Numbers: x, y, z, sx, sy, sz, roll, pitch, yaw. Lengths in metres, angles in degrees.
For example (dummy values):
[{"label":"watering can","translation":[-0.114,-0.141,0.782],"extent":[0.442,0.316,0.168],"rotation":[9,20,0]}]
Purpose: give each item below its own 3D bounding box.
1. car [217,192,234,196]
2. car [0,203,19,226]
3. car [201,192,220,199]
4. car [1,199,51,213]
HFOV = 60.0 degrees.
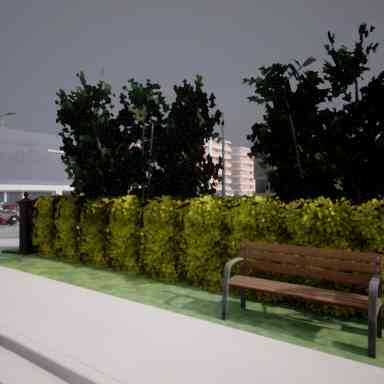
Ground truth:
[{"label":"car","translation":[7.217,0.729,68.772],"extent":[1.812,1.442,4.674],"rotation":[0,0,35]},{"label":"car","translation":[-13.370,1.556,21.439],"extent":[4.181,1.385,1.994],"rotation":[0,0,2]},{"label":"car","translation":[3.947,0.711,70.197],"extent":[1.837,1.490,4.892],"rotation":[0,1,35]},{"label":"car","translation":[-18.829,1.551,37.904],"extent":[1.895,1.301,4.718],"rotation":[0,0,35]}]
